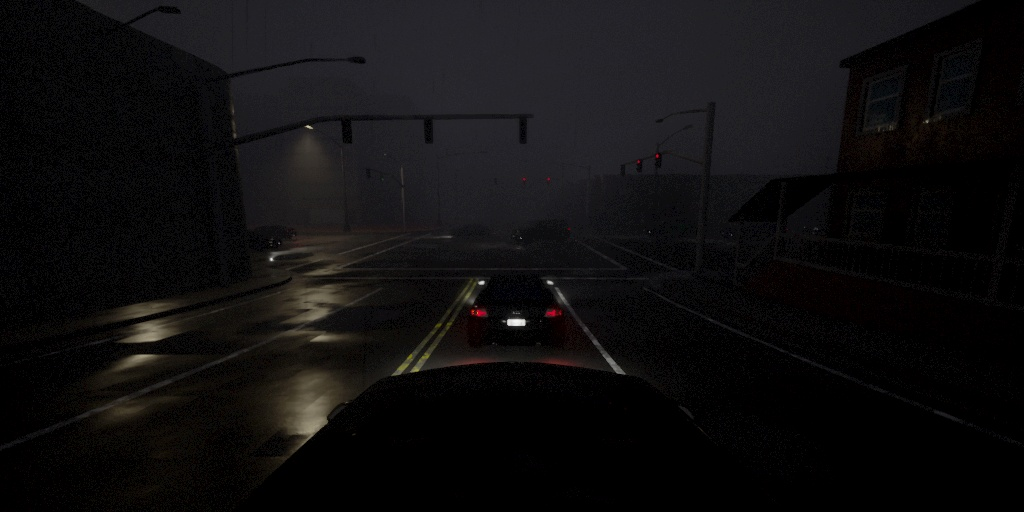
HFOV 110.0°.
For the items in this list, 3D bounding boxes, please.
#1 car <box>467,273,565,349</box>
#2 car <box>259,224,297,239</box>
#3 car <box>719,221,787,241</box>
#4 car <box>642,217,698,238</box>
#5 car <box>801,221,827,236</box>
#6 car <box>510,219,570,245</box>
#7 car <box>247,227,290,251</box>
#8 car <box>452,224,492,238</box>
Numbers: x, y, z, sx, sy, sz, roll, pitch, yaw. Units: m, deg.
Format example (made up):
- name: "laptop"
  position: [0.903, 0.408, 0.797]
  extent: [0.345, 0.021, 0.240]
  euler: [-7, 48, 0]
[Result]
- name: "car"
  position: [0.097, 1.090, 8.682]
  extent: [1.994, 1.385, 4.181]
  euler: [0, 3, 0]
- name: "car"
  position: [-23.186, -2.241, 34.128]
  extent: [4.892, 1.490, 1.837]
  euler: [0, 8, 0]
- name: "car"
  position: [22.708, -2.502, 33.771]
  extent: [5.566, 2.045, 2.150]
  euler: [0, 8, 1]
- name: "car"
  position: [16.488, -3.015, 37.284]
  extent: [5.566, 2.045, 2.150]
  euler: [0, 8, -1]
- name: "car"
  position: [32.813, -2.877, 37.176]
  extent: [4.553, 1.767, 2.097]
  euler: [0, 8, 1]
- name: "car"
  position: [2.563, -2.205, 31.858]
  extent: [5.566, 2.045, 2.150]
  euler: [-4, 8, -27]
- name: "car"
  position: [-19.948, -1.189, 26.974]
  extent: [4.892, 1.490, 1.837]
  euler: [0, 8, 1]
- name: "car"
  position: [-4.215, -2.685, 37.472]
  extent: [4.181, 1.385, 1.994]
  euler: [0, 8, 0]
